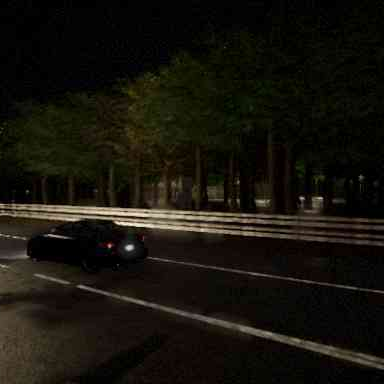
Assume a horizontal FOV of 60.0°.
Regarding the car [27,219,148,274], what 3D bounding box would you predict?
[{"bbox_3d":[-3.423,1.569,10.657,4.181,1.385,1.994,0,0,35],"label":"car"}]
